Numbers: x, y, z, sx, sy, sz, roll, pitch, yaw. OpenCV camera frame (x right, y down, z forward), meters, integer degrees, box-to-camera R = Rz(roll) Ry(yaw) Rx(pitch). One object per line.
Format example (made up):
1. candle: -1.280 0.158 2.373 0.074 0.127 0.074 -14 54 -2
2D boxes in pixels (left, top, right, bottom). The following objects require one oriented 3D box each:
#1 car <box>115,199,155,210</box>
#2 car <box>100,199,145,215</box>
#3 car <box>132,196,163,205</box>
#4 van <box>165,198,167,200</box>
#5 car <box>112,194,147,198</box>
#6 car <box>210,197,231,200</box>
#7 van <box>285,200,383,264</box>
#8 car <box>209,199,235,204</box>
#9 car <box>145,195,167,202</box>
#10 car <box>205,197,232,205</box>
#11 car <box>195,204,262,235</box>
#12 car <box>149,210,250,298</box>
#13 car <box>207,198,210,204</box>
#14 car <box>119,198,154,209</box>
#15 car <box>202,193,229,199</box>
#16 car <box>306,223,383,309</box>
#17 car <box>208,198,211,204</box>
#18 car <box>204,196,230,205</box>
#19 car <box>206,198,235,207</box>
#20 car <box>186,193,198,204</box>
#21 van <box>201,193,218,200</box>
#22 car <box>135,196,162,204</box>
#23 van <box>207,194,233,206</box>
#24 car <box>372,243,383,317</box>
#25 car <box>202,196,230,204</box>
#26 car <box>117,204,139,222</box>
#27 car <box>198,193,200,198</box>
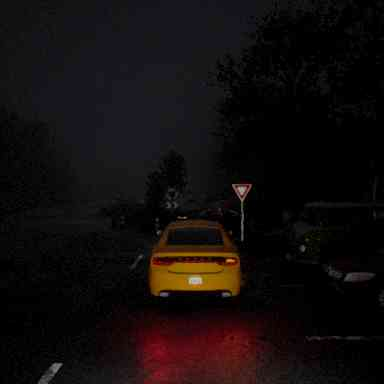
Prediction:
1. car: -8.135 1.769 47.440 5.366 1.575 1.946 0 1 0
2. car: -8.346 1.902 39.112 4.792 1.488 2.163 0 1 0
3. car: -8.142 1.608 61.317 5.366 1.575 1.946 0 1 0
4. van: -8.216 1.326 72.413 4.442 1.987 1.878 0 0 0
5. car: -8.291 1.554 44.661 5.566 2.045 2.435 0 1 0
6. car: 4.795 1.746 39.241 4.553 1.767 2.185 0 1 0
7. van: 4.916 1.226 9.373 4.442 1.987 1.878 -1 0 0
8. car: 4.760 1.905 36.471 5.008 1.535 2.097 0 1 0
9. car: -8.365 1.562 77.966 4.792 1.488 2.163 0 0 0
10. car: 4.781 1.640 61.401 4.792 1.488 2.163 0 1 0
11. car: 1.502 1.592 18.394 4.902 1.511 2.128 1 -3 -21
12. car: 0.069 1.452 8.538 1.882 1.535 5.008 0 0 0
13. car: 4.758 1.846 44.658 4.674 1.452 2.002 0 1 0
14. car: -8.315 1.739 50.216 4.892 1.521 2.231 0 1 0
15. car: 4.785 1.454 52.964 5.566 2.045 2.435 0 1 0
16. car: 5.044 1.503 6.701 4.674 1.452 2.002 0 0 0
17. car: 4.733 1.869 41.888 4.792 1.488 2.163 0 1 0
18. car: 4.780 1.619 64.040 4.792 1.488 2.163 0 0 0
19. car: 4.727 1.701 55.736 4.792 1.488 2.163 0 1 0
20. car: -0.191 1.570 67.321 1.882 1.535 5.008 0 0 0
21. van: 4.854 1.259 91.864 4.442 1.987 1.878 0 0 0
22. car: -8.335 1.590 64.085 4.892 1.521 2.231 0 1 0
23. van: 4.871 1.413 58.628 4.442 1.987 1.878 0 1 0
24. car: 5.043 1.516 3.916 4.674 1.452 2.002 0 0 0
25. car: 4.574 1.769 47.428 5.366 1.575 1.946 0 1 0
26. car: -3.623 1.936 28.299 4.718 1.301 1.895 0 -3 -5
27. car: 4.715 1.272 80.657 5.566 2.045 2.435 0 0 0
